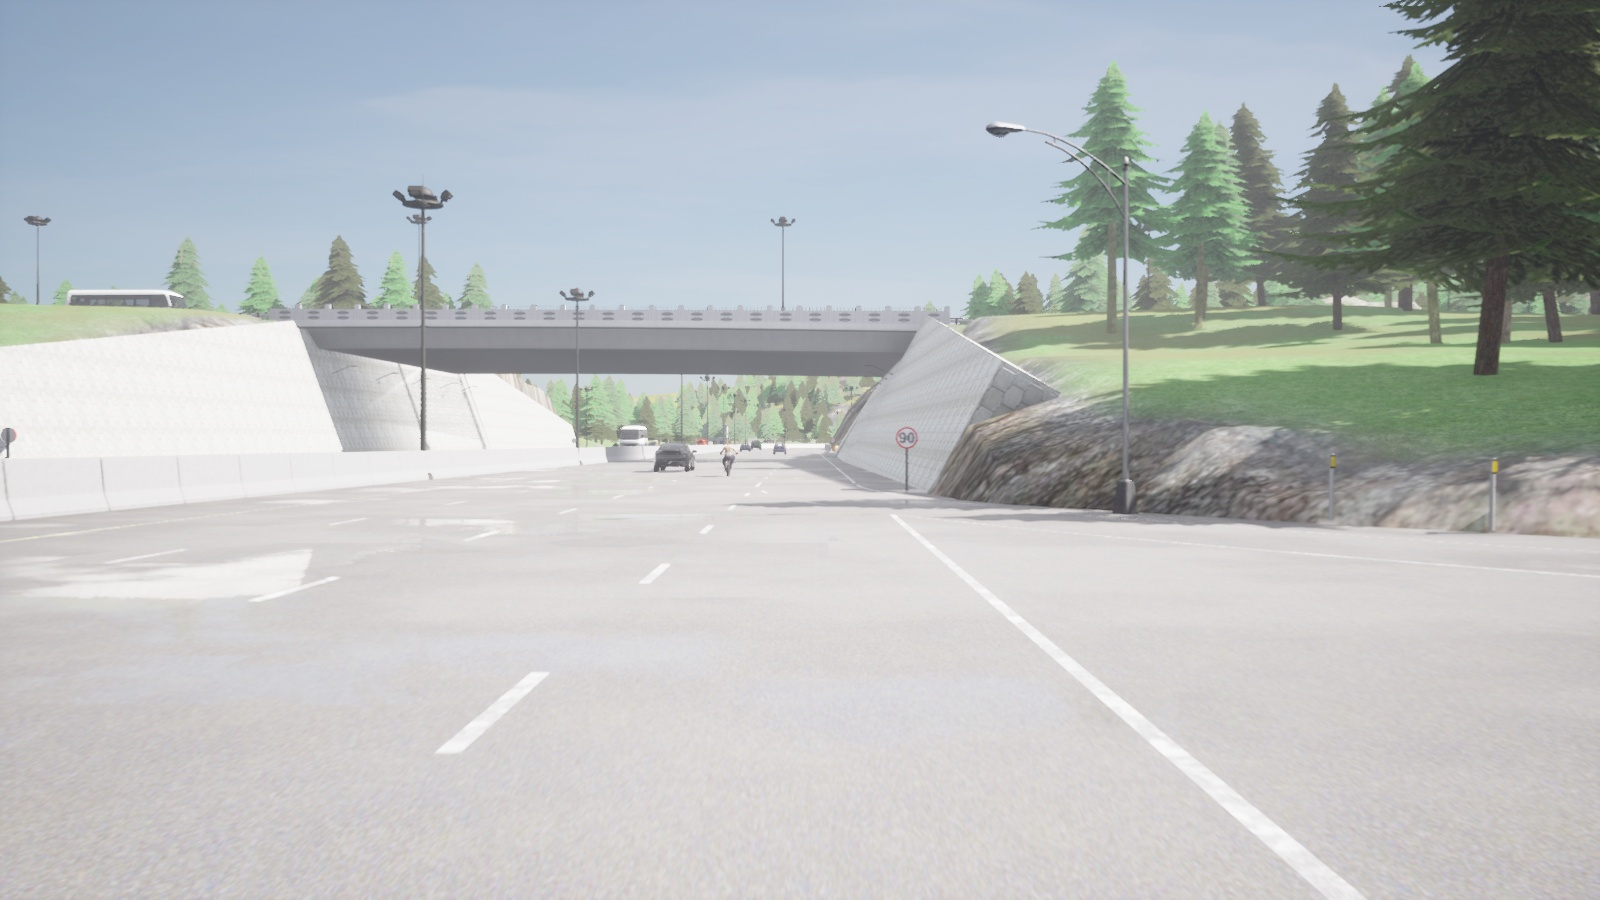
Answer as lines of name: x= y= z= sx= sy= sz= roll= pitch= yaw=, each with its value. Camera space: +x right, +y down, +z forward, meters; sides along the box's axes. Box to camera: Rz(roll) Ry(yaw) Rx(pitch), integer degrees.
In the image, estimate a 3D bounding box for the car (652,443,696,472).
car: x=-6.607 y=0.372 z=66.390 sx=1.837 sy=1.490 sz=4.892 roll=0 pitch=0 yaw=0
